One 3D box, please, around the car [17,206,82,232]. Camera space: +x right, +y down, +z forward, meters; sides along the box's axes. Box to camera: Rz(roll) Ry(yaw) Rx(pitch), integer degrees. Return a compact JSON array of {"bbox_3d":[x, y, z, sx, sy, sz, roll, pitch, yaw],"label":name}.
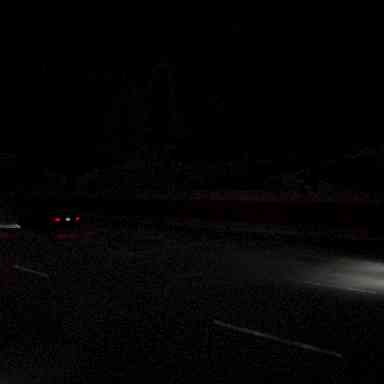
[{"bbox_3d":[-8.685,1.549,20.044,5.357,1.411,2.033,0,0,42],"label":"car"}]
